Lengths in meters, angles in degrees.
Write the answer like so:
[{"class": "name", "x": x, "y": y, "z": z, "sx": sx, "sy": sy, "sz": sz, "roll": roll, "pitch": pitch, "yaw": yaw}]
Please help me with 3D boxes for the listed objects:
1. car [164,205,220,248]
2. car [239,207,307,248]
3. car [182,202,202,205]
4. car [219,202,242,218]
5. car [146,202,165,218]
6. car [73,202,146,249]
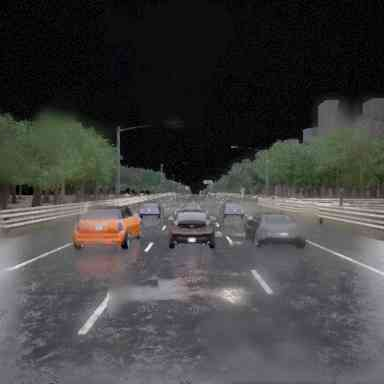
[{"class": "car", "x": 0.000, "y": 1.516, "z": 14.650, "sx": 1.837, "sy": 1.490, "sz": 4.892, "roll": 0, "pitch": 0, "yaw": 0}, {"class": "car", "x": 3.500, "y": 1.573, "z": 14.650, "sx": 1.994, "sy": 1.385, "sz": 4.181, "roll": 0, "pitch": 0, "yaw": 0}, {"class": "car", "x": 0.000, "y": 1.569, "z": 29.650, "sx": 1.994, "sy": 1.385, "sz": 4.181, "roll": 0, "pitch": 0, "yaw": 0}, {"class": "car", "x": 3.500, "y": 1.560, "z": 29.650, "sx": 2.033, "sy": 1.411, "sz": 5.357, "roll": 0, "pitch": 0, "yaw": 0}, {"class": "car", "x": -3.500, "y": 1.559, "z": 29.650, "sx": 2.033, "sy": 1.411, "sz": 5.357, "roll": 0, "pitch": 0, "yaw": 0}, {"class": "car", "x": -3.500, "y": 1.366, "z": 14.620, "sx": 2.097, "sy": 1.767, "sz": 4.553, "roll": 0, "pitch": 0, "yaw": 0}]
